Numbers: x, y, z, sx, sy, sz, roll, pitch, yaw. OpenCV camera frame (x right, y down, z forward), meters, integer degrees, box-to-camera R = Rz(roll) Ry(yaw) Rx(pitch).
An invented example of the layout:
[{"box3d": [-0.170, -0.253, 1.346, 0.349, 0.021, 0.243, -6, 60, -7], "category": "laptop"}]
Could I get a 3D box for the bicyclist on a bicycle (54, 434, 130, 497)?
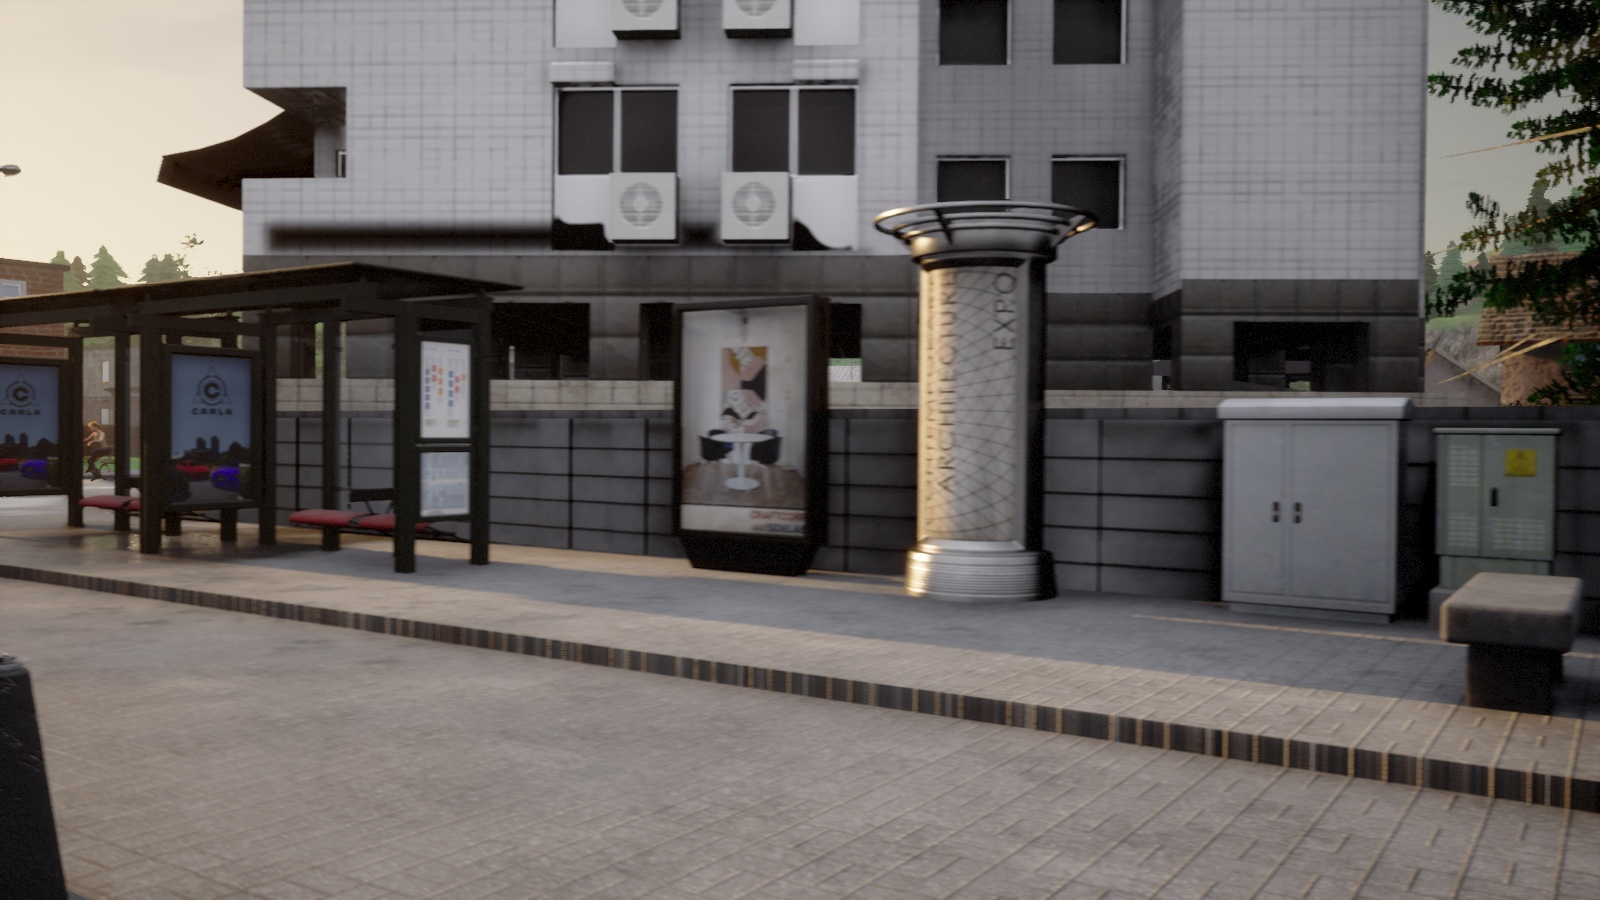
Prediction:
[{"box3d": [-18.713, 0.384, 33.207, 0.866, 1.612, 1.509, 0, 1, 34], "category": "bicyclist on a bicycle"}]
